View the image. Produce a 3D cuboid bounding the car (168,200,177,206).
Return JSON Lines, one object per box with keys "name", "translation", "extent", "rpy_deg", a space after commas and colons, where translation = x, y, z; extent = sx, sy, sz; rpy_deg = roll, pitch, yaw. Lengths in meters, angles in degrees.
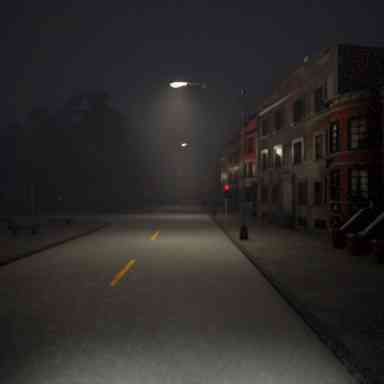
{"name": "car", "translation": [-4.207, 2.548, 72.945], "extent": [2.033, 1.411, 5.357], "rpy_deg": [0, -1, 0]}
